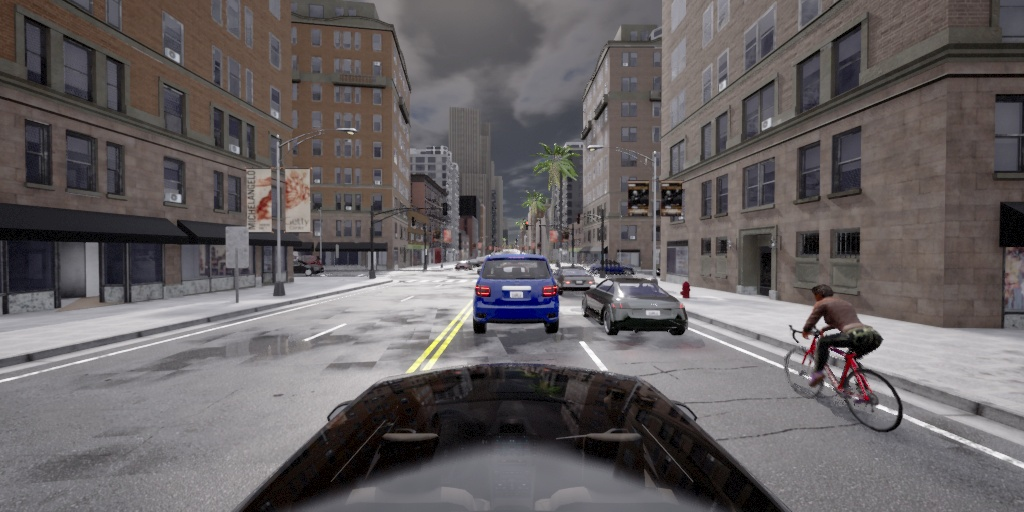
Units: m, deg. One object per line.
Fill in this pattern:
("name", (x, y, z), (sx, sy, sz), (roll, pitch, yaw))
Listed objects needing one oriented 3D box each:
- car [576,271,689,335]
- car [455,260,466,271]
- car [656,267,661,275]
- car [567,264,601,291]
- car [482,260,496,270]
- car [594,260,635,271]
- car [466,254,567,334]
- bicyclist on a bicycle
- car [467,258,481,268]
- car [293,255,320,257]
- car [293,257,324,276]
("car", (3.324, 1.313, 10.471), (1.994, 1.385, 4.181), (0, 0, 0))
("car", (-6.653, 1.310, 49.531), (1.994, 1.385, 4.181), (0, 0, 0))
("car", (16.170, 1.514, 34.603), (4.313, 1.339, 1.948), (0, 0, 0))
("car", (3.229, 1.296, 19.704), (2.033, 1.411, 5.357), (0, 0, 0))
("car", (-3.404, 1.348, 54.178), (1.895, 1.301, 4.718), (0, 0, 0))
("car", (10.562, 1.206, 37.725), (4.553, 1.767, 2.097), (1, 1, 5))
("car", (0.092, 0.970, 10.804), (2.150, 2.045, 5.566), (0, 0, 0))
("bicyclist on a bicycle", (4.140, 1.202, 4.622), (0.582, 1.620, 1.656), (0, 0, 0))
("car", (-6.642, 1.223, 62.554), (1.882, 1.535, 5.008), (0, 0, 0))
("car", (-23.939, 0.838, 40.052), (5.009, 1.841, 2.192), (0, 0, -9))
("car", (-20.907, 1.125, 34.669), (4.892, 1.490, 1.837), (1, 1, -9))
